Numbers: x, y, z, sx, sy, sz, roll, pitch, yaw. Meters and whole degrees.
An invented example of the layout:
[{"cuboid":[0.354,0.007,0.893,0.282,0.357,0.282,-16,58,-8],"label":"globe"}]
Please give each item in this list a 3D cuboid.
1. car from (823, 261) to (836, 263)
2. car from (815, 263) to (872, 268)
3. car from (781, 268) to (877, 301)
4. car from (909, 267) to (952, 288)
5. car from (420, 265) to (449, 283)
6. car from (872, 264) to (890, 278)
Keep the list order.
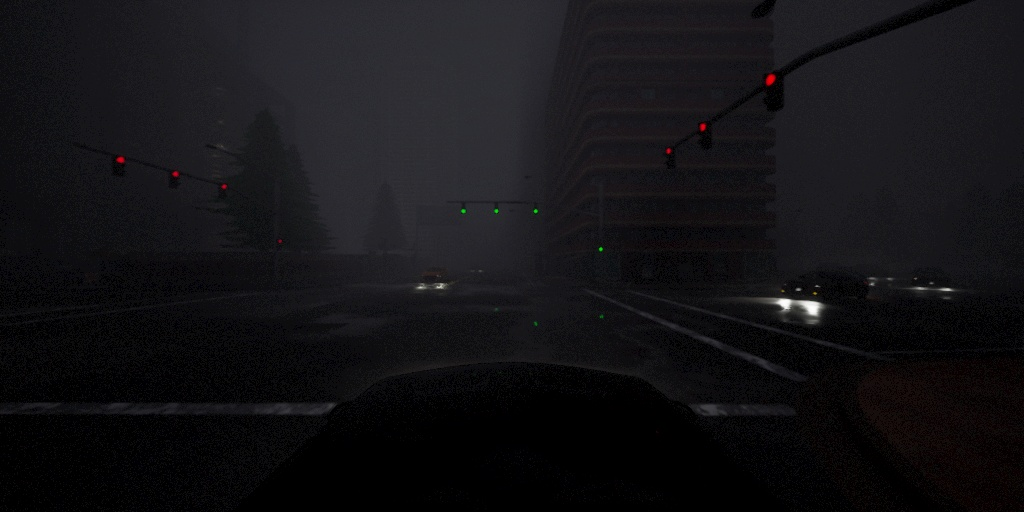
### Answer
[{"cuboid":[37.529,1.517,42.049,2.097,1.767,4.553,0,-1,22],"label":"car"},{"cuboid":[22.967,1.446,25.061,5.008,1.535,1.882,0,-1,-33],"label":"car"},{"cuboid":[15.756,1.451,18.097,4.181,1.385,1.994,0,-1,-20],"label":"car"},{"cuboid":[31.274,1.536,26.898,5.357,1.411,2.033,1,-1,-43],"label":"car"},{"cuboid":[-6.997,1.643,32.893,1.882,1.535,5.008,0,0,0],"label":"car"},{"cuboid":[41.062,1.659,41.360,1.837,1.490,4.892,0,-1,20],"label":"car"}]
